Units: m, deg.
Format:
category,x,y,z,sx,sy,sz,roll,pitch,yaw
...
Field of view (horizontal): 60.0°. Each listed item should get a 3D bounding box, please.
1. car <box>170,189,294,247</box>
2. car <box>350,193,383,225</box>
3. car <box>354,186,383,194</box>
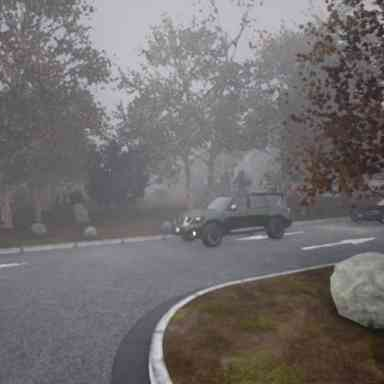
category,x,y,z,sx,sy,sz,roll,pitch,yaw
car,1.822,1.072,14.517,5.566,2.045,2.150,-2,0,-29
car,11.594,1.003,19.841,5.008,1.535,1.882,-2,0,-29
car,22.548,-0.064,42.577,1.882,1.535,5.008,-1,2,-26
